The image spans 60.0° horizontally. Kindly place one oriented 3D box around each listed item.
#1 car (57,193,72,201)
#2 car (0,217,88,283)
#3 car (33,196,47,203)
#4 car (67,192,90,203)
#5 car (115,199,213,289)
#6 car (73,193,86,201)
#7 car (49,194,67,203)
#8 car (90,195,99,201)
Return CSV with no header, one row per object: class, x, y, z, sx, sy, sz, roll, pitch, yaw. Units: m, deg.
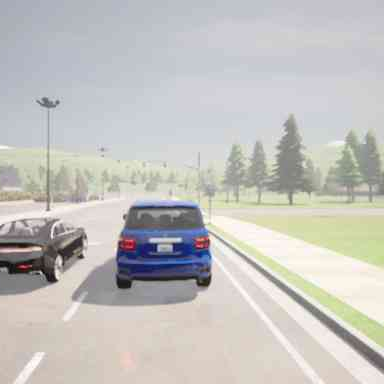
car,-31.141,1.226,81.359,2.097,1.767,4.553,0,0,-6
car,-4.329,1.476,9.553,2.128,1.511,4.902,0,0,-5
car,-29.640,1.490,65.799,1.895,1.301,4.718,0,0,-6
car,-22.676,1.121,66.518,2.150,2.045,5.566,0,0,-6
car,-0.792,1.208,9.342,2.150,2.045,5.566,0,0,-5
car,-27.659,1.227,81.715,2.097,1.767,4.553,0,0,-6
car,-26.164,1.250,66.223,2.097,1.767,4.553,0,0,-6
car,-24.173,1.397,82.034,2.128,1.511,4.902,0,0,-6
